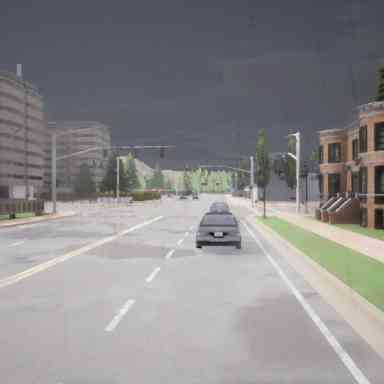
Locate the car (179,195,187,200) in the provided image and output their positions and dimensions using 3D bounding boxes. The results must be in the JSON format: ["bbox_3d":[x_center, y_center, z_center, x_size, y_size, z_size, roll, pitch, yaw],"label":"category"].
[{"bbox_3d":[-2.545,1.588,94.619,1.895,1.301,4.718,0,0,5],"label":"car"}]

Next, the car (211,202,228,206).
[{"bbox_3d":[2.438,1.562,29.399,2.033,1.411,5.357,0,0,5],"label":"car"}]

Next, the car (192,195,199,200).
[{"bbox_3d":[0.942,1.588,94.322,1.895,1.301,4.718,0,0,5],"label":"car"}]

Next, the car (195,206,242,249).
[{"bbox_3d":[1.166,1.562,14.453,2.033,1.411,5.357,0,0,5],"label":"car"}]
